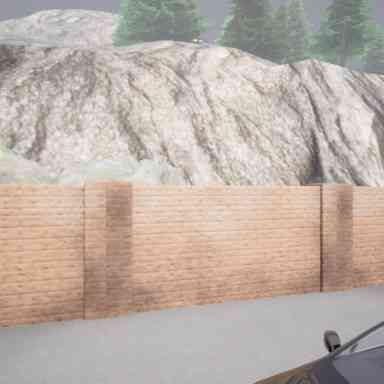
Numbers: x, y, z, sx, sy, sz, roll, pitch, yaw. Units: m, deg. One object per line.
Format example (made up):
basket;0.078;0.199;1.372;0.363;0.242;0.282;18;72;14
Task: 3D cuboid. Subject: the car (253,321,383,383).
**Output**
car;2.083;1.492;1.955;4.902;1.511;2.128;0;0;-19
